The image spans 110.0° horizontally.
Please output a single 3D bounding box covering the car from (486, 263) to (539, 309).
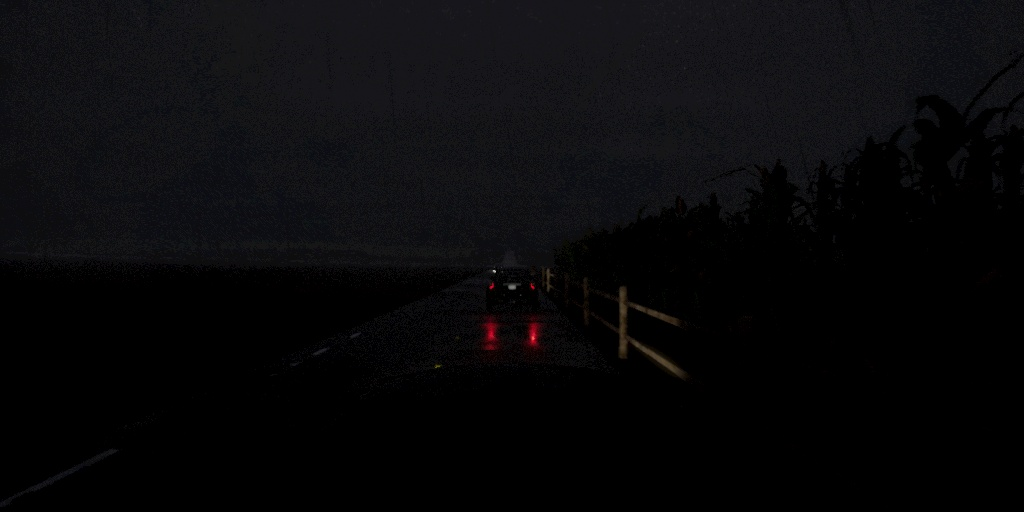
[{"bbox_3d":[0.012,1.259,15.917,2.097,1.767,4.553,0,-1,0],"label":"car"}]
